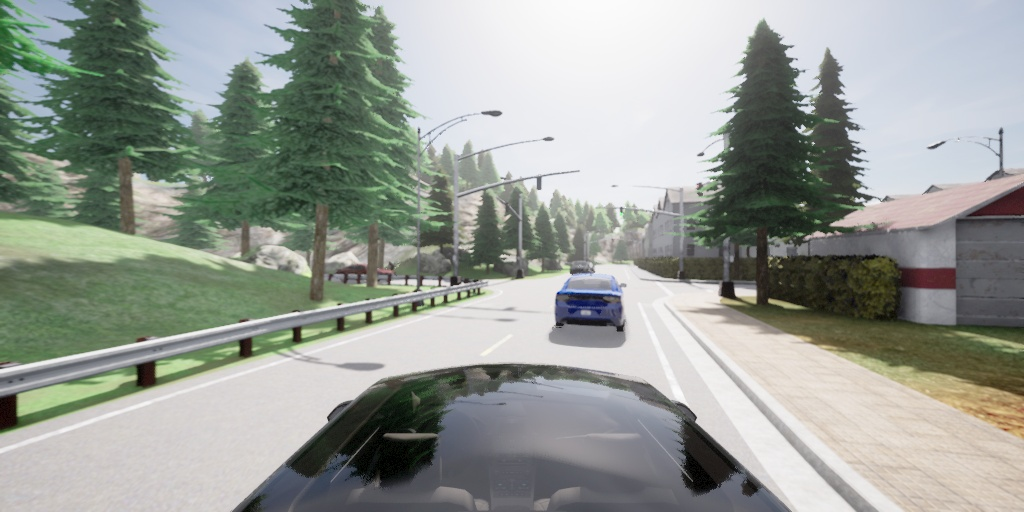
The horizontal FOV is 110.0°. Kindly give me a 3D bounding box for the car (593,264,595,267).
[{"bbox_3d":[11.180,1.643,52.733,2.033,1.411,5.357,0,0,17],"label":"car"}]

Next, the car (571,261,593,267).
[{"bbox_3d":[8.148,1.377,42.723,2.097,1.767,4.553,0,0,17],"label":"car"}]

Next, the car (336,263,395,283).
[{"bbox_3d":[-12.160,1.383,29.833,5.008,1.535,1.882,0,0,16],"label":"car"}]

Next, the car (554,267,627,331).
[{"bbox_3d":[2.594,1.295,11.490,1.882,1.535,5.008,0,0,17],"label":"car"}]

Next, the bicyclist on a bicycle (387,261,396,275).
[{"bbox_3d":[-12.582,1.352,37.307,0.582,1.620,1.656,-2,5,16],"label":"bicyclist on a bicycle"}]
